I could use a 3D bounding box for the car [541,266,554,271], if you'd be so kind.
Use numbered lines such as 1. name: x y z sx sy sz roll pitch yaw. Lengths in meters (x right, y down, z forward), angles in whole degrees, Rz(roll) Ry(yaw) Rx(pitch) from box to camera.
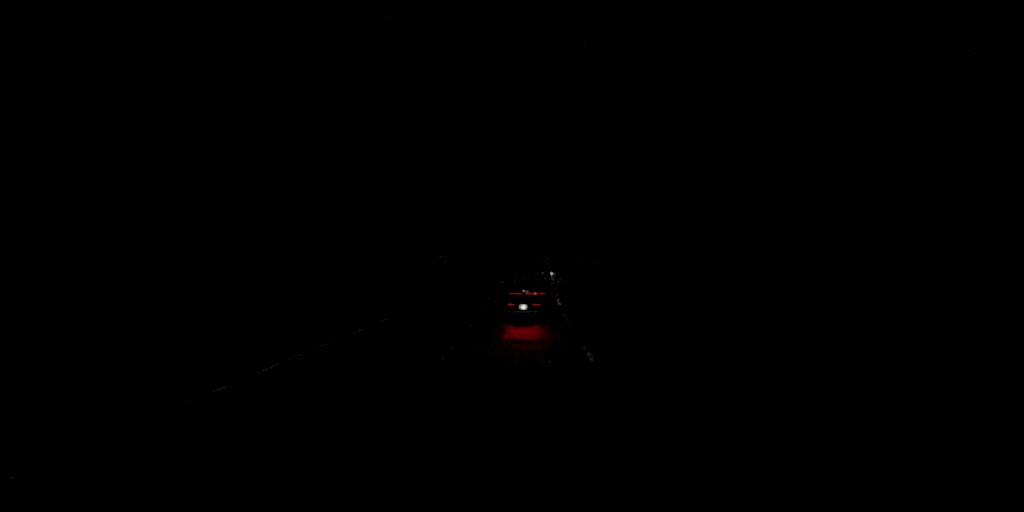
1. car: 2.056 1.656 28.133 1.895 1.301 4.718 0 -1 9

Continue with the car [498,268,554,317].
1. car: 0.562 1.403 13.965 1.837 1.490 4.892 0 0 5

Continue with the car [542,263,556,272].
1. car: 6.111 1.940 60.242 1.812 1.442 4.674 0 -1 17
